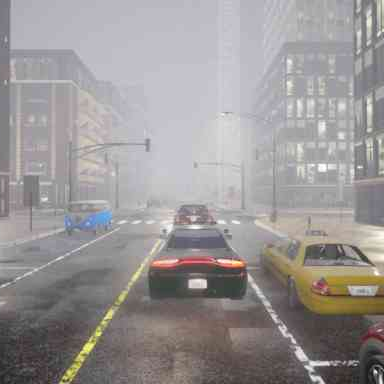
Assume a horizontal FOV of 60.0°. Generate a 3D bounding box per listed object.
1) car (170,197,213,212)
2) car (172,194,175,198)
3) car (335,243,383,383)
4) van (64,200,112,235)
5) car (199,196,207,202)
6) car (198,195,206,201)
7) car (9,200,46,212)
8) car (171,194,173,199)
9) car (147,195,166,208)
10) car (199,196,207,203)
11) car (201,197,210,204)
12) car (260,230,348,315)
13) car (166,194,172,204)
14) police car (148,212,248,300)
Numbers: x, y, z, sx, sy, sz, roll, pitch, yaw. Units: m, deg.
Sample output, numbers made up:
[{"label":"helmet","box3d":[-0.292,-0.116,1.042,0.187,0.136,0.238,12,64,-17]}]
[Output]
[{"label":"car","box3d":[0.085,1.369,18.616,2.097,1.767,4.553,0,0,0]},{"label":"car","box3d":[-5.687,1.647,79.172,1.967,1.590,4.097,0,0,0]},{"label":"car","box3d":[2.706,1.441,1.883,1.967,1.590,4.097,1,0,0]},{"label":"van","box3d":[-5.660,1.358,18.453,1.690,1.788,3.998,1,0,0]},{"label":"car","box3d":[2.692,1.801,84.835,1.947,1.339,4.313,0,0,0]},{"label":"car","box3d":[2.692,1.705,90.499,1.967,1.590,4.097,0,0,0]},{"label":"car","box3d":[-19.055,1.538,37.861,4.507,1.381,1.887,0,-1,0]},{"label":"car","box3d":[-5.688,1.761,73.508,1.802,1.307,4.206,0,0,0]},{"label":"car","box3d":[-5.684,1.408,50.859,2.192,1.841,5.009,0,0,0]},{"label":"car","box3d":[2.692,1.733,79.342,1.752,1.417,4.829,0,0,0]},{"label":"car","box3d":[2.693,1.680,68.017,1.752,1.417,4.829,0,0,0]},{"label":"car","box3d":[2.707,1.529,7.577,1.752,1.417,4.829,1,0,0]},{"label":"car","box3d":[-5.687,1.720,67.846,1.947,1.339,4.313,0,0,0]},{"label":"police car","box3d":[0.102,1.509,8.506,2.038,1.542,4.974,0,0,0]}]
